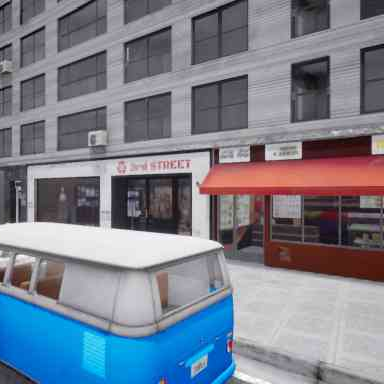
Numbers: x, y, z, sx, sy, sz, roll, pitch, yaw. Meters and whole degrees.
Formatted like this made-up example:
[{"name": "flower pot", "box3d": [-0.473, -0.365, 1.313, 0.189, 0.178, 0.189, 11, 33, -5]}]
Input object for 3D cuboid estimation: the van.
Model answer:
[{"name": "van", "box3d": [-1.434, 1.341, 4.110, 3.998, 1.788, 1.690, 0, 0, 36]}]
